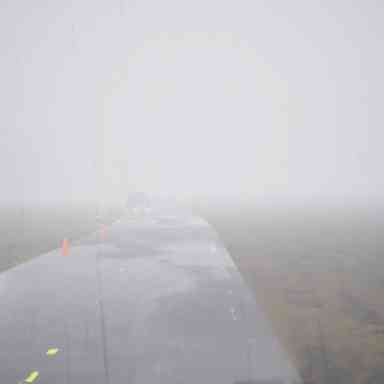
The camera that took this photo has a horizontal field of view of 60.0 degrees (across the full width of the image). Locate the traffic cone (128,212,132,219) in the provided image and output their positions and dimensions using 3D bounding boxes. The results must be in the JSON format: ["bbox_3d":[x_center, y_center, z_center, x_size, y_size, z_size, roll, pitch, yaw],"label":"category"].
[{"bbox_3d":[-4.907,1.814,26.333,0.340,0.580,0.340,0,0,-6],"label":"traffic cone"}]

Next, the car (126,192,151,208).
[{"bbox_3d":[-7.159,0.955,44.009,2.150,2.045,5.566,0,0,-24],"label":"car"}]

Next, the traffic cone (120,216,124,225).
[{"bbox_3d":[-4.536,1.846,21.483,0.340,0.580,0.340,0,0,-3],"label":"traffic cone"}]

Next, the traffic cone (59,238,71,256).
[{"bbox_3d":[-4.427,1.903,11.605,0.340,0.580,0.340,0,0,0],"label":"traffic cone"}]

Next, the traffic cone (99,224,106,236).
[{"bbox_3d":[-4.427,1.876,16.606,0.340,0.580,0.340,0,0,0],"label":"traffic cone"}]
